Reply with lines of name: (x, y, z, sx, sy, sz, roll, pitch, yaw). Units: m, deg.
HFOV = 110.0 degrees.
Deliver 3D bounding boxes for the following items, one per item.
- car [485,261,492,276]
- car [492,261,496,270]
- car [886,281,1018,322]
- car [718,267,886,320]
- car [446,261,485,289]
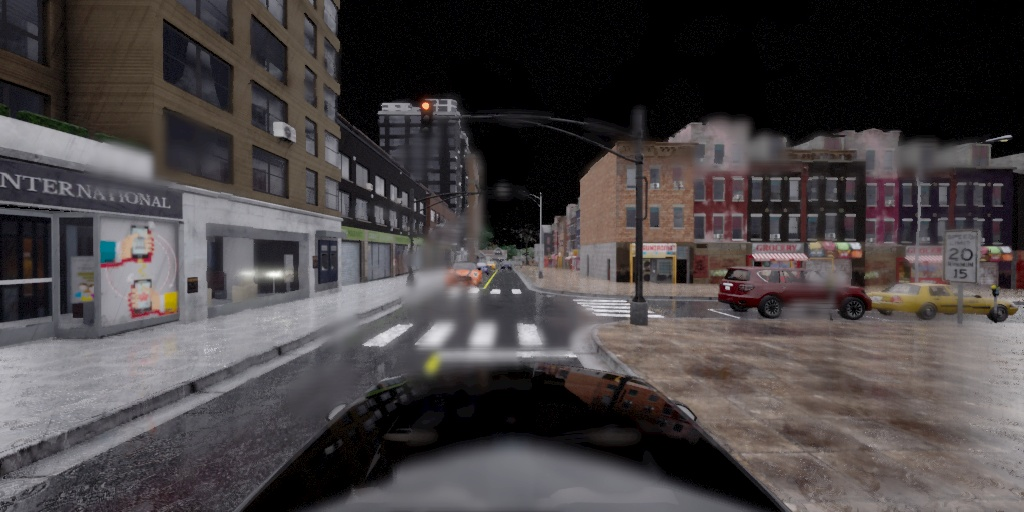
car: (-3.539, 1.435, 40.595, 1.812, 1.442, 4.674, 0, 0, -1)
car: (-3.831, 1.640, 62.089, 1.882, 1.535, 5.008, 0, -1, -1)
car: (16.304, 1.659, 13.789, 4.829, 1.417, 1.751, 0, 0, -1)
car: (10.589, 1.346, 13.698, 5.009, 1.841, 2.192, 0, 0, -1)
car: (-3.115, 1.156, 23.861, 2.097, 1.767, 4.553, 0, 0, -3)
